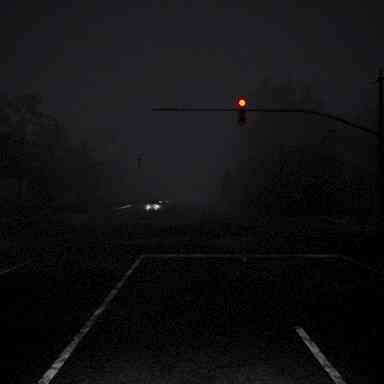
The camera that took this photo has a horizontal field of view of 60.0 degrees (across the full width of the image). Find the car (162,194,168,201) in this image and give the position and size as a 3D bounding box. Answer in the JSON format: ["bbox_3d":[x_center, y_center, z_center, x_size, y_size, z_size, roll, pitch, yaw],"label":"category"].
[{"bbox_3d":[-7.000,1.355,82.520,2.097,1.767,4.553,0,0,0],"label":"car"}]

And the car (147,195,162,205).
[{"bbox_3d":[-7.000,1.607,59.796,1.895,1.301,4.718,0,0,0],"label":"car"}]
